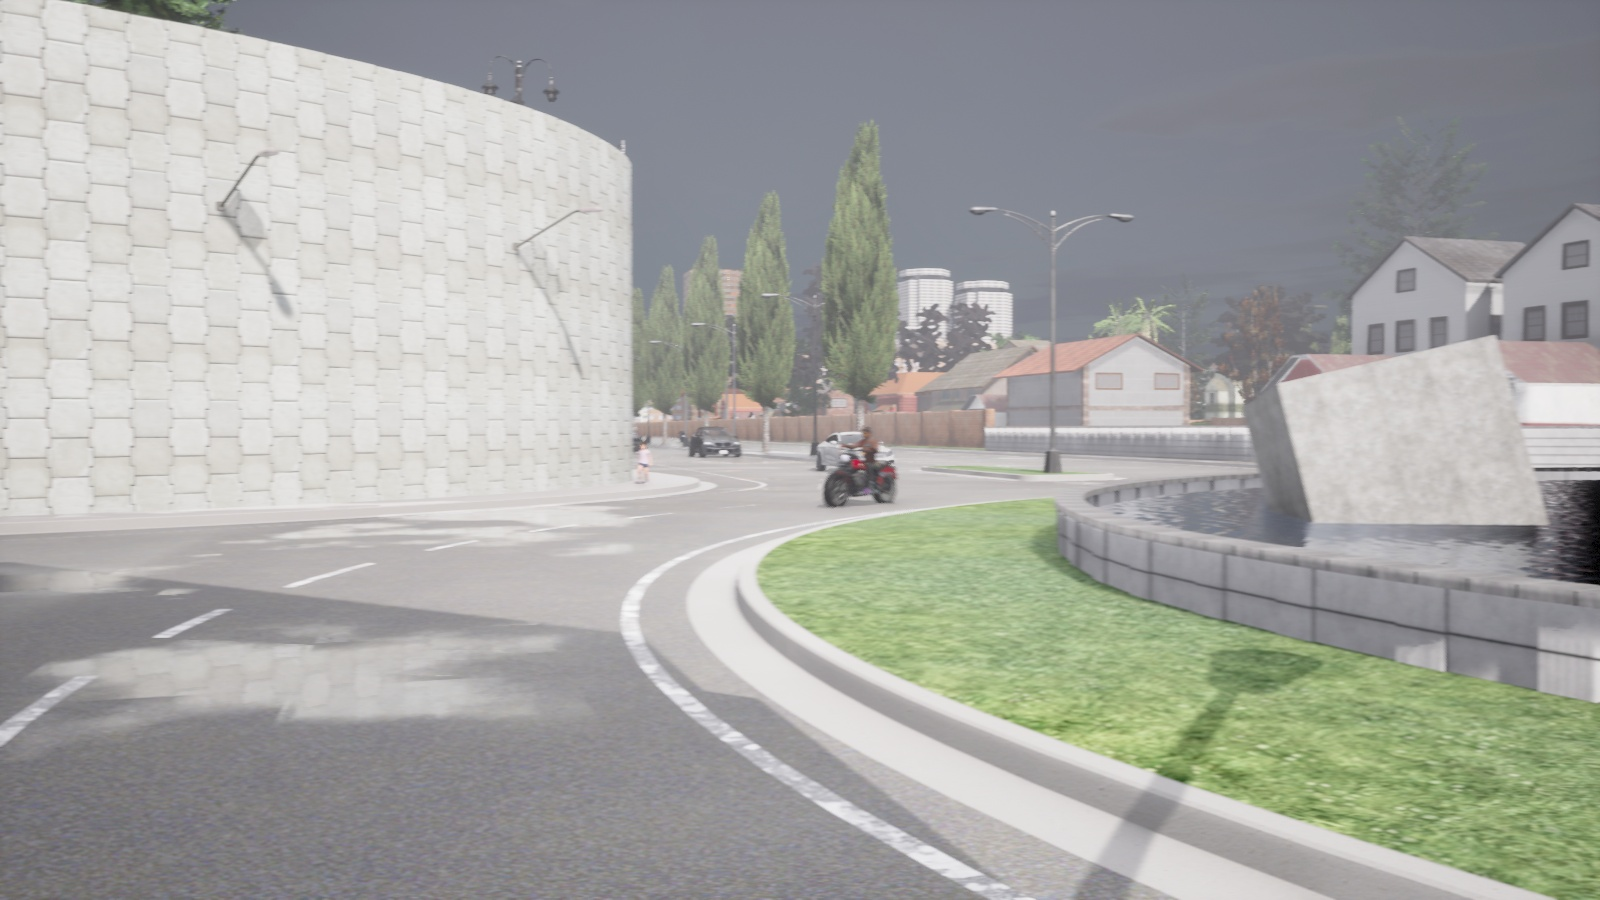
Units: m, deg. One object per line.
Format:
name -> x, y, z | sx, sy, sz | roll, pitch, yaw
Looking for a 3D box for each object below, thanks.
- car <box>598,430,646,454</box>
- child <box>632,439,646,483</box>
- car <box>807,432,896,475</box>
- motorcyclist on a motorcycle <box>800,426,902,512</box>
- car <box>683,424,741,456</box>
car -> -10.758, -0.486, 75.793 | 1.994, 1.385, 4.181 | 0, 1, -21
child -> -4.112, 0.280, 32.073 | 0.255, 1.110, 0.394 | 1, 1, 13
car -> 1.764, 0.076, 44.856 | 1.812, 1.442, 4.674 | 0, 1, -16
motorcyclist on a motorcycle -> 1.044, 0.340, 25.233 | 0.766, 1.649, 2.350 | 2, 2, 39
car -> -4.806, -0.539, 67.882 | 2.242, 1.667, 4.611 | 0, 1, -16
